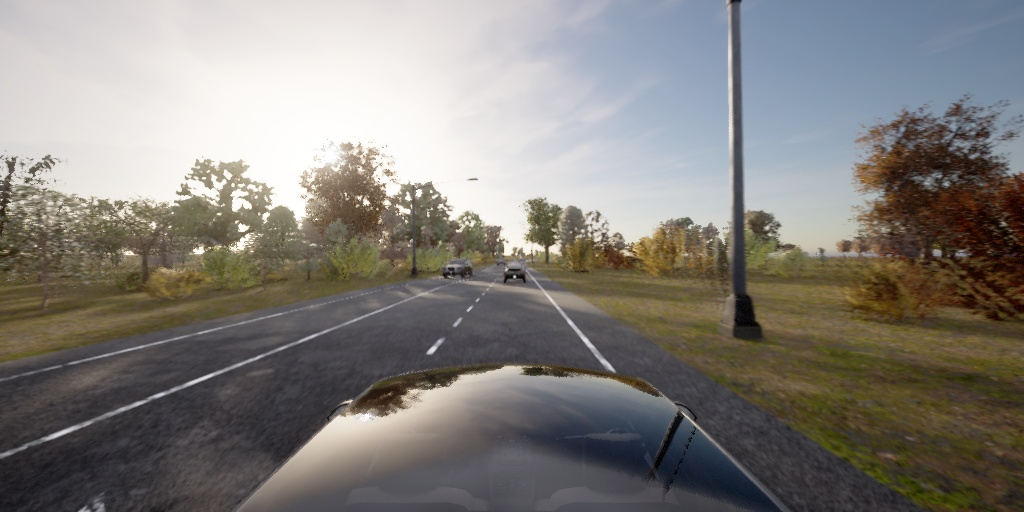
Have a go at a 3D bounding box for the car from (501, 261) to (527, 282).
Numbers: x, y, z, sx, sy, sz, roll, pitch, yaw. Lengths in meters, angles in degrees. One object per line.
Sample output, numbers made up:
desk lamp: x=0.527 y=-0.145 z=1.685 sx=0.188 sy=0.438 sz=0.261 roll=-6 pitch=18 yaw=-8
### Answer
car: x=0.244 y=1.441 z=31.460 sx=1.837 sy=1.490 sz=4.892 roll=-1 pitch=0 yaw=1

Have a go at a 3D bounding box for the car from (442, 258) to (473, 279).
car: x=-5.630 y=1.267 z=37.844 sx=2.150 sy=2.045 sz=5.566 roll=-1 pitch=0 yaw=7

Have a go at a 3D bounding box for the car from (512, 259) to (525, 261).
car: x=0.434 y=1.534 z=49.852 sx=1.837 sy=1.490 sz=4.892 roll=-1 pitch=0 yaw=1
